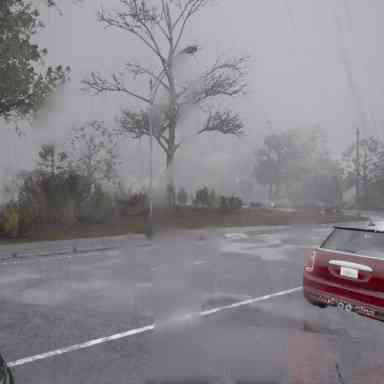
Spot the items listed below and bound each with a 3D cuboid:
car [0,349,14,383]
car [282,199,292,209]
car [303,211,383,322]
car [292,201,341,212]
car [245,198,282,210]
[{"bbox_3d":[-3.697,1.221,1.075,5.566,2.045,2.150,0,0,-35],"label":"car"},{"bbox_3d":[12.421,1.586,44.628,1.994,1.385,4.181,0,0,-28],"label":"car"},{"bbox_3d":[4.358,1.352,6.724,4.553,1.767,2.097,0,0,-34],"label":"car"},{"bbox_3d":[13.365,1.603,35.493,1.895,1.301,4.718,0,0,-28],"label":"car"},{"bbox_3d":[8.981,1.517,43.716,2.128,1.511,4.902,0,0,-27],"label":"car"}]
